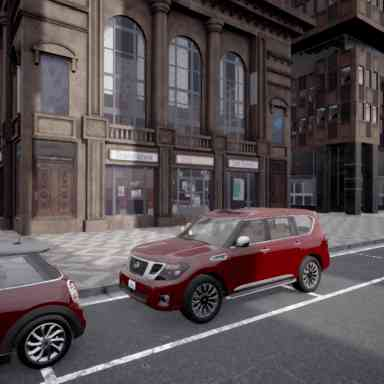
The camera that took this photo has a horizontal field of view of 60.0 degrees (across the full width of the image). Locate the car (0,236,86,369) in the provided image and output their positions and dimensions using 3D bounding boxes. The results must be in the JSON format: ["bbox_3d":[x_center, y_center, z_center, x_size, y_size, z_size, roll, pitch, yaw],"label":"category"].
[{"bbox_3d":[-3.579,1.440,4.093,4.097,1.590,1.967,0,0,-35],"label":"car"}]

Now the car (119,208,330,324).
[{"bbox_3d":[0.985,1.316,7.341,5.009,1.841,2.192,0,0,-35],"label":"car"}]
